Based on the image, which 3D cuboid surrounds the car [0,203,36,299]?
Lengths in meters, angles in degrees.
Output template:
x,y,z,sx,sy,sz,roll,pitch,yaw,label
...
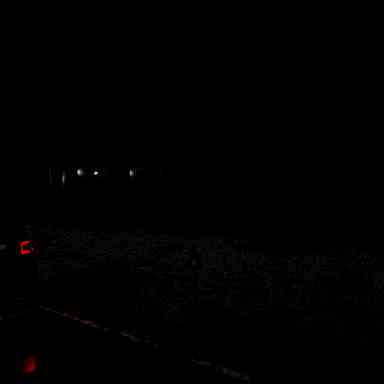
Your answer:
x,y,z,sx,sy,sz,roll,pitch,yaw,label
-5.673,1.224,7.212,5.566,2.045,2.150,0,0,35,car
